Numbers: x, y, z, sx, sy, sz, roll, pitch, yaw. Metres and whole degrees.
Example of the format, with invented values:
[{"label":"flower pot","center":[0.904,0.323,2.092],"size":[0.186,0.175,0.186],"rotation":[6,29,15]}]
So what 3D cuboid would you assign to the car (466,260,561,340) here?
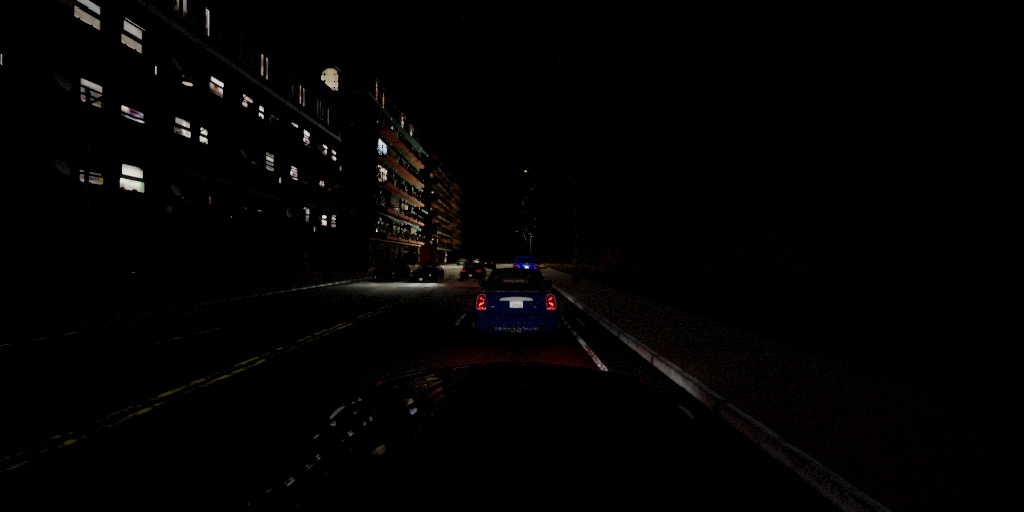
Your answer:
[{"label":"car","center":[0.099,1.103,10.137],"size":[2.097,1.767,4.553],"rotation":[0,0,0]}]

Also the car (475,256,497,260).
[{"label":"car","center":[-3.141,0.975,45.402],"size":[2.150,2.045,5.566],"rotation":[0,0,0]}]

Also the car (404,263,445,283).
[{"label":"car","center":[-6.601,1.301,28.604],"size":[2.033,1.411,5.357],"rotation":[0,0,0]}]

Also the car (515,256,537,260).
[{"label":"car","center":[1.139,0.979,30.091],"size":[2.150,2.045,5.566],"rotation":[0,0,0]}]

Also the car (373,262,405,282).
[{"label":"car","center":[-9.849,1.231,29.651],"size":[1.882,1.535,5.008],"rotation":[0,0,0]}]

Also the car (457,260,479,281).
[{"label":"car","center":[-3.149,1.279,29.603],"size":[1.812,1.442,4.674],"rotation":[0,0,0]}]
